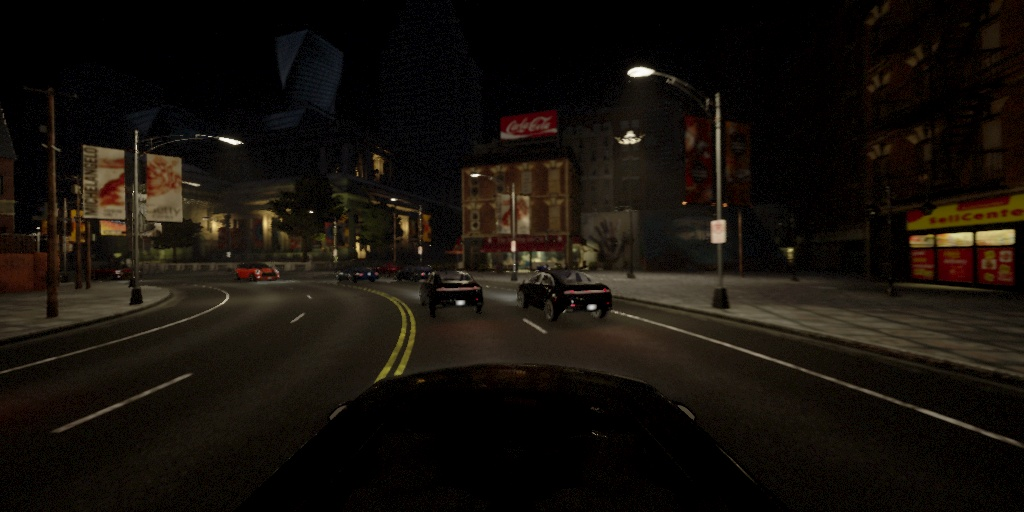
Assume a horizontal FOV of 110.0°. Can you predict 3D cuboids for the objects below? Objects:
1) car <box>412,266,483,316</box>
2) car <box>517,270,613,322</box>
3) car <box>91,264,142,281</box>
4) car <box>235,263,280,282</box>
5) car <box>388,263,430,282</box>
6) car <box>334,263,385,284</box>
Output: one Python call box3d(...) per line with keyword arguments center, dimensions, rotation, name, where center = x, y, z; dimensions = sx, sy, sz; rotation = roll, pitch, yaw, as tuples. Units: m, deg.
box3d(center=(-2.448, 1.293, 13.768), dimensions=(2.128, 1.511, 4.902), rotation=(0, 0, -19), name="car")
box3d(center=(1.601, 1.246, 12.486), dimensions=(2.128, 1.511, 4.902), rotation=(0, 0, -16), name="car")
box3d(center=(-40.516, 1.617, 36.768), dimensions=(4.553, 1.767, 2.097), rotation=(-1, 0, 17), name="car")
box3d(center=(-23.758, 1.427, 33.444), dimensions=(4.553, 1.767, 2.097), rotation=(-1, 0, 31), name="car")
box3d(center=(-7.958, 1.442, 29.600), dimensions=(2.033, 1.411, 5.357), rotation=(0, 0, -42), name="car")
box3d(center=(-12.981, 1.497, 29.831), dimensions=(5.357, 1.411, 2.033), rotation=(-1, 0, 44), name="car")
